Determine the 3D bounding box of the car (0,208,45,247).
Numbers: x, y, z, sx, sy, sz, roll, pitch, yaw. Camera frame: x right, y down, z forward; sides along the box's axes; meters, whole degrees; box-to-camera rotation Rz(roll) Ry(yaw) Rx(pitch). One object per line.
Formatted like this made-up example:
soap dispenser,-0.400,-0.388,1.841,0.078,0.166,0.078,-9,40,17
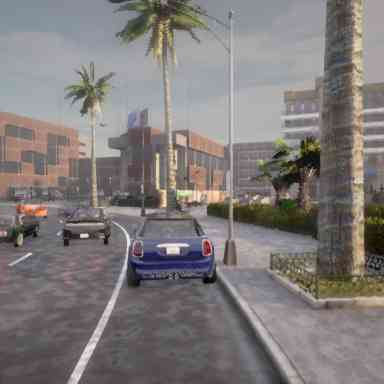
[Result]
car,-8.146,1.611,14.663,1.895,1.301,4.718,0,0,-12

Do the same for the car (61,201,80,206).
car,-11.091,1.565,30.893,1.994,1.385,4.181,0,0,-33

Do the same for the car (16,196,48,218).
car,-14.025,1.356,28.985,2.097,1.767,4.553,0,0,-33

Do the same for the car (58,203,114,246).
car,-4.717,1.492,15.367,2.128,1.511,4.902,0,0,-12

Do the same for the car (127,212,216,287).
car,-0.703,1.351,9.627,2.097,1.767,4.553,0,0,-7
